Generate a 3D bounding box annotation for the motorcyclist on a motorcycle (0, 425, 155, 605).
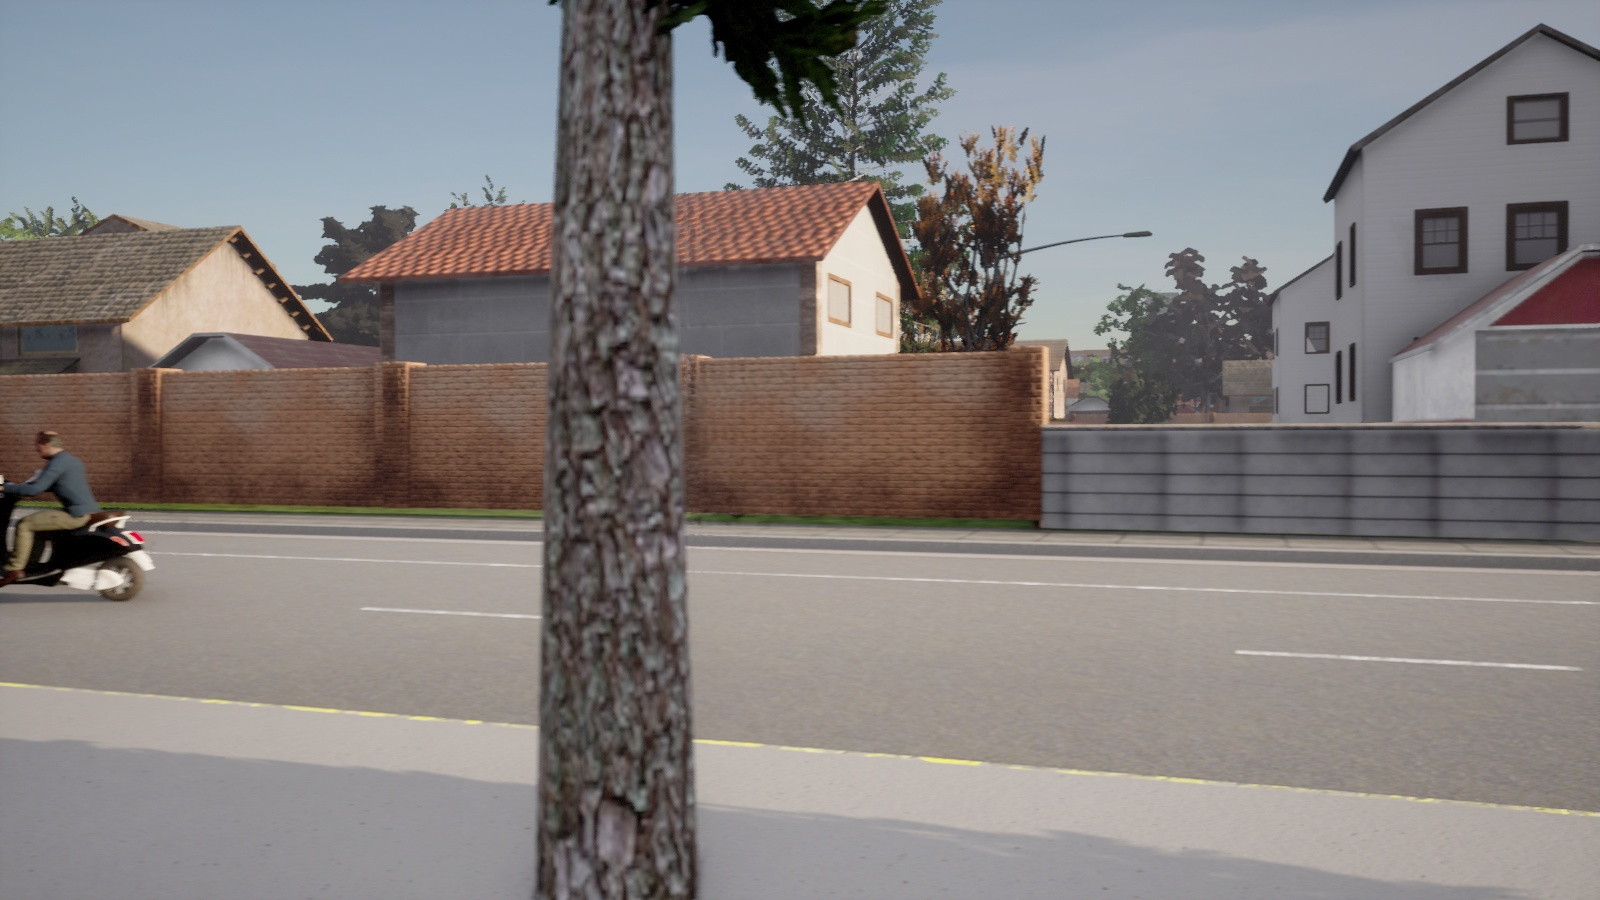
[{"bbox_3d":[-7.065,0.569,11.558,1.817,1.590,0.866,0,1,-7],"label":"motorcyclist on a motorcycle"}]
